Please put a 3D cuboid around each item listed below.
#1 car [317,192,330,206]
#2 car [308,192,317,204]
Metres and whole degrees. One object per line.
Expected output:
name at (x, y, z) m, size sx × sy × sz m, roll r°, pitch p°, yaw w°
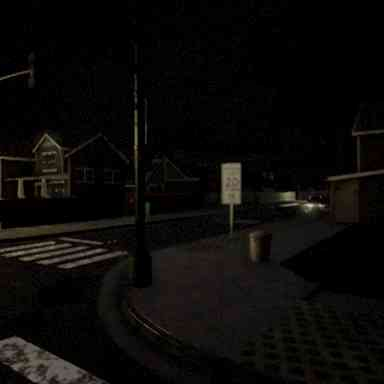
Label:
car at (17.454, 0.907, 41.402) m, size 1.882 × 1.535 × 5.008 m, roll 0°, pitch 0°, yaw 35°
car at (17.998, 0.741, 47.131) m, size 2.097 × 1.767 × 4.553 m, roll 0°, pitch 0°, yaw 34°
